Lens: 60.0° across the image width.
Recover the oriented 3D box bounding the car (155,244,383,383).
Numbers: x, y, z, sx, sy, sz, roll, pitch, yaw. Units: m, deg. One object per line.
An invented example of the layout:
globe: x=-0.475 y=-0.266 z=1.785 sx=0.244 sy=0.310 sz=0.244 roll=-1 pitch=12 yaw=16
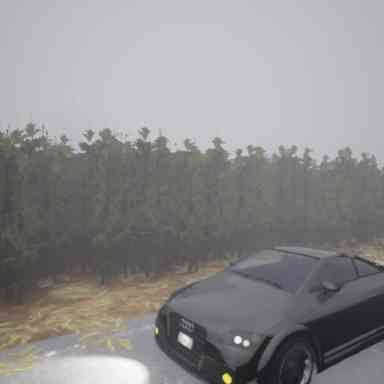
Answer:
car: x=1.549 y=1.558 z=5.065 sx=4.181 sy=1.385 sz=1.994 roll=0 pitch=0 yaw=-35
